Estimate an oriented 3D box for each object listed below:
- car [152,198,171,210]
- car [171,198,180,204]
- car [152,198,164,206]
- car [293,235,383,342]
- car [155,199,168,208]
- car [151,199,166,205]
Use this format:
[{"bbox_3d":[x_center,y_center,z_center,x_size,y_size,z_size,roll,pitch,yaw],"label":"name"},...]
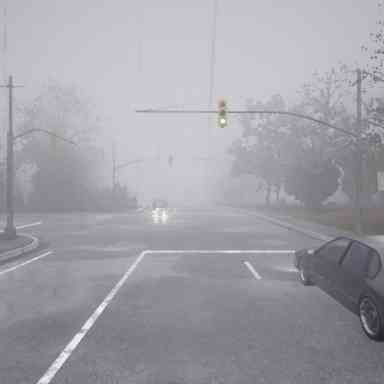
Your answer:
[{"bbox_3d":[-4.120,1.570,43.569,2.128,1.511,4.902,0,-1,-3],"label":"car"},{"bbox_3d":[-4.521,2.189,82.972,2.097,1.767,4.553,0,-1,-22],"label":"car"},{"bbox_3d":[-6.697,1.987,65.401,1.837,1.490,4.892,0,-1,-11],"label":"car"},{"bbox_3d":[3.593,1.548,6.415,2.033,1.411,5.357,0,0,0],"label":"car"},{"bbox_3d":[-4.918,1.825,53.563,1.895,1.301,4.718,0,-1,-7],"label":"car"},{"bbox_3d":[-8.301,2.406,83.029,2.033,1.411,5.357,0,-1,-25],"label":"car"}]
